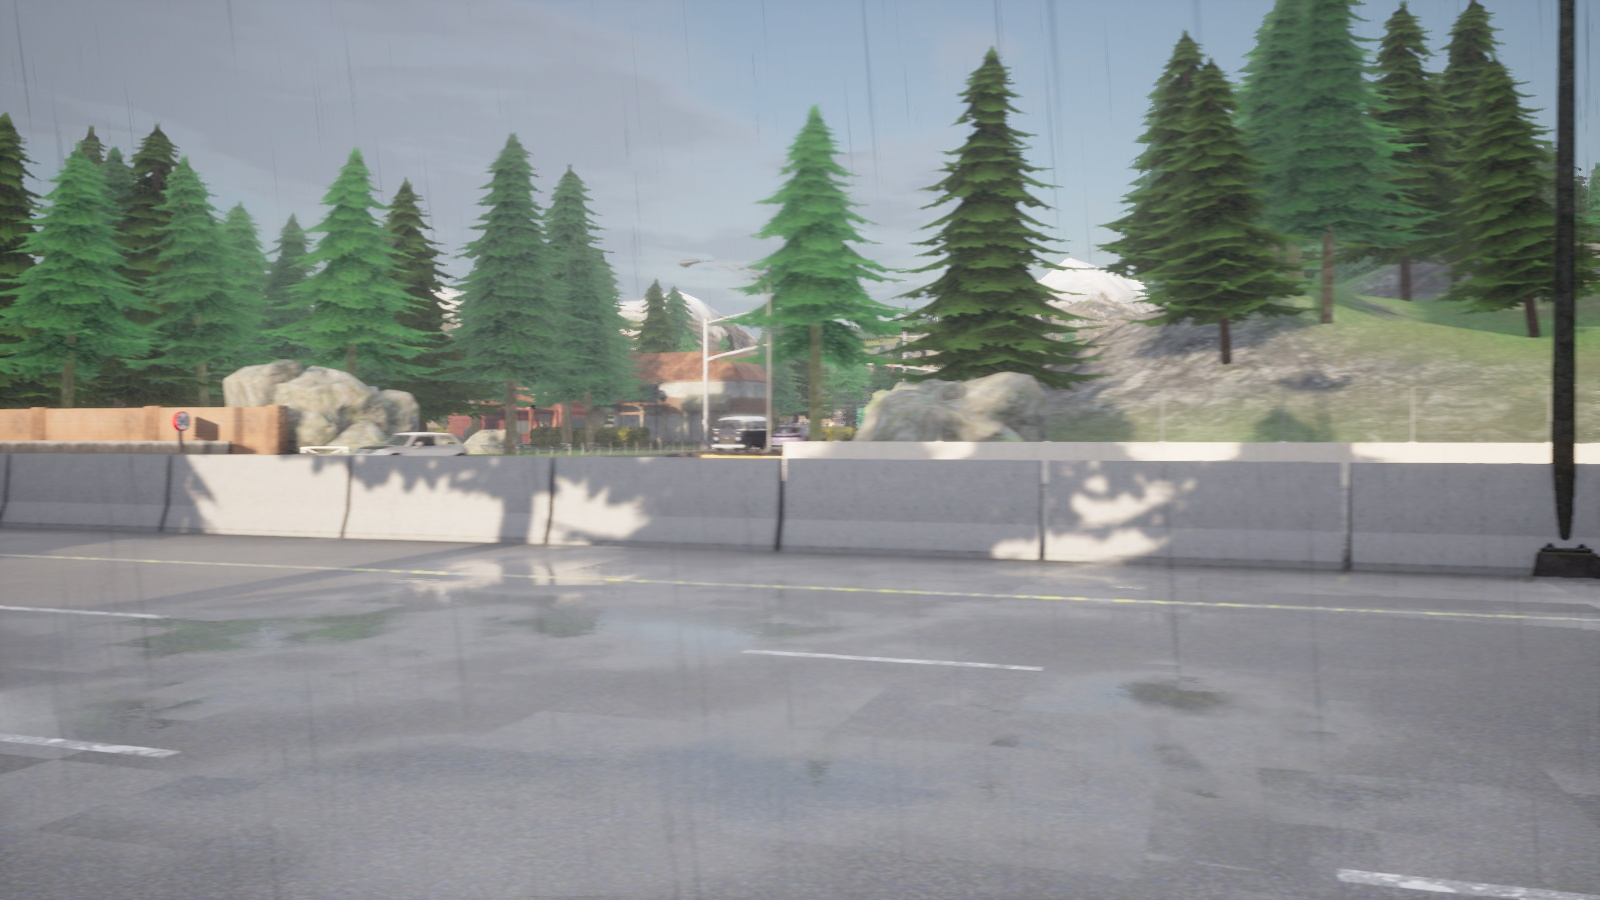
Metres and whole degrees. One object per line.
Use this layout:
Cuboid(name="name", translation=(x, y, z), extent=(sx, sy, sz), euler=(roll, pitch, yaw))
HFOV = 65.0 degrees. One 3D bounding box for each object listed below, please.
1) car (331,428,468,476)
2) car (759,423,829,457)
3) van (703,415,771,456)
Cuboid(name="car", translation=(-12.965, 0.036, 40.808), extent=(1.970, 1.475, 3.806), euler=(1, 1, 37))
Cuboid(name="car", translation=(-0.251, -0.515, 64.130), extent=(2.033, 1.649, 4.856), euler=(1, 1, 19))
Cuboid(name="van", translation=(-3.263, -0.772, 66.118), extent=(2.069, 2.038, 4.480), euler=(1, 1, 19))
